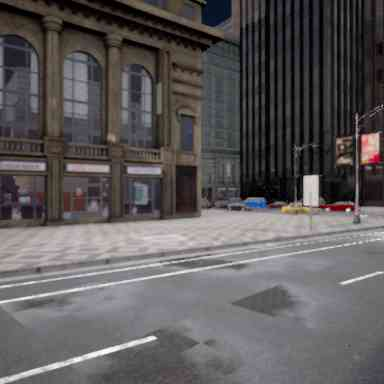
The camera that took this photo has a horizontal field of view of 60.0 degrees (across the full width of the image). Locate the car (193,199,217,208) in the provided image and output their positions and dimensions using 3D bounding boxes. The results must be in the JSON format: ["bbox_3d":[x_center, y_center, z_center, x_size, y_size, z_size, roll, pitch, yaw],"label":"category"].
[{"bbox_3d":[2.376,2.164,61.976,1.882,1.535,5.008,0,-1,-35],"label":"car"}]

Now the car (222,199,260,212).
[{"bbox_3d":[6.700,2.043,45.845,2.008,1.369,4.403,-1,0,-35],"label":"car"}]

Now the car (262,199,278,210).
[{"bbox_3d":[13.436,2.054,51.108,1.802,1.307,4.206,-1,0,-35],"label":"car"}]

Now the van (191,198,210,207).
[{"bbox_3d":[1.671,2.088,67.714,1.690,1.788,3.998,-1,0,-35],"label":"van"}]

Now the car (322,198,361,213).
[{"bbox_3d":[19.316,1.878,42.805,1.887,1.381,4.507,-1,0,-35],"label":"car"}]

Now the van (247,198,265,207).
[{"bbox_3d":[10.491,1.883,55.260,1.690,1.788,3.998,-1,0,-35],"label":"van"}]

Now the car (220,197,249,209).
[{"bbox_3d":[7.551,1.925,59.411,2.192,1.841,5.009,-1,0,-35],"label":"car"}]

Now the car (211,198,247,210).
[{"bbox_3d":[5.777,2.105,51.781,2.033,1.411,5.357,0,-1,-35],"label":"car"}]

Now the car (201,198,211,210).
[{"bbox_3d":[1.038,1.940,53.813,2.192,1.841,5.009,-1,0,-35],"label":"car"}]

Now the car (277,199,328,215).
[{"bbox_3d":[12.454,1.882,37.739,1.752,1.417,4.829,-1,0,-35],"label":"car"}]
